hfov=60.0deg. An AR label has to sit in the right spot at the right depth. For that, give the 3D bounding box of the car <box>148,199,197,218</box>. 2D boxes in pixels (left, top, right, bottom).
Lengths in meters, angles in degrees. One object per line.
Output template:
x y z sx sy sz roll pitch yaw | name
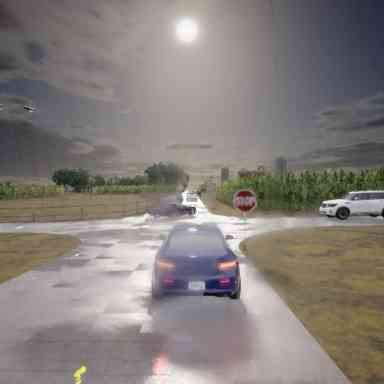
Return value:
-1.545 1.554 28.371 1.895 1.301 4.718 0 1 33 | car

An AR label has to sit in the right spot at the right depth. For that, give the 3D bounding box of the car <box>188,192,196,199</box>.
-0.034 0.818 79.429 1.812 1.442 4.674 0 1 0 | car

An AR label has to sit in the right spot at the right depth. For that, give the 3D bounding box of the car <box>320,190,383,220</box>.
12.447 0.933 24.651 5.566 2.045 2.150 -1 0 0 | car

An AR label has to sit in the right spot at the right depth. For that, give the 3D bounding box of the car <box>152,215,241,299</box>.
0.089 1.525 8.308 1.812 1.442 4.674 0 0 0 | car

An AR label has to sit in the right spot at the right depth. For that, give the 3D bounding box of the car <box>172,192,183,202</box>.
-2.811 0.979 66.075 2.097 1.767 4.553 0 1 0 | car

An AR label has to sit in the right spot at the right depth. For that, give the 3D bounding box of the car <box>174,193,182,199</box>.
-2.863 1.288 46.659 1.882 1.535 5.008 0 0 0 | car

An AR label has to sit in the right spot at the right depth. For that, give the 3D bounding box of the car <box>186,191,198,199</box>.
-0.030 0.814 69.038 2.150 2.045 5.566 0 1 0 | car

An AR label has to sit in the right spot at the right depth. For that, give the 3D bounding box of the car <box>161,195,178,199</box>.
-2.807 1.386 37.147 1.837 1.490 4.892 0 0 -2 | car
